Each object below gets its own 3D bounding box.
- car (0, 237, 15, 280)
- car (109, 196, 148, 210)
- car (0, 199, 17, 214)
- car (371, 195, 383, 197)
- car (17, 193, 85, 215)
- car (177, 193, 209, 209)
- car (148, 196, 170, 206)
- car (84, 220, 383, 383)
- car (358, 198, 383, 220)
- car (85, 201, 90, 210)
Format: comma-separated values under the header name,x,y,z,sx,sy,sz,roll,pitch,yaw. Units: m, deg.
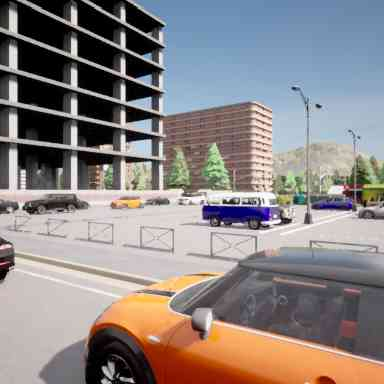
name,x,y,z,sx,sy,sz,roll,pitch,yaw
car,-6.511,1.492,8.588,4.902,1.511,2.128,0,0,35
car,-8.332,1.296,42.466,2.097,1.767,4.553,0,0,35
car,-19.590,1.436,32.602,2.128,1.511,4.902,0,0,36
car,17.786,1.153,29.391,4.605,1.855,1.932,0,0,36
car,-14.284,1.166,34.033,2.150,2.045,5.566,0,0,35
car,-0.070,1.156,54.121,2.150,2.045,5.566,0,1,36
car,-5.522,1.435,52.498,2.128,1.511,4.902,0,0,35
car,1.002,1.352,3.274,4.553,1.767,2.097,0,0,35
car,14.579,1.395,24.826,3.806,1.475,1.970,0,0,36
car,-14.399,1.508,39.945,1.994,1.385,4.181,0,0,35
